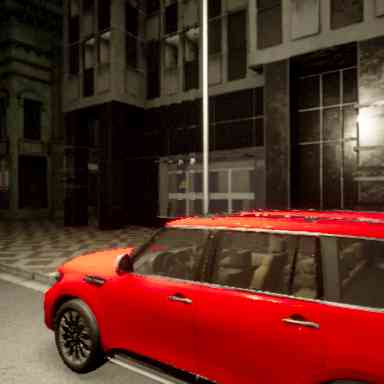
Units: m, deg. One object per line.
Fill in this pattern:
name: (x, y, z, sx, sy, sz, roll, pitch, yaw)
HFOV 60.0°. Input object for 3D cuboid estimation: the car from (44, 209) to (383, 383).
car: (0.567, 1.231, 3.957, 5.566, 2.045, 2.150, 0, 0, 36)
